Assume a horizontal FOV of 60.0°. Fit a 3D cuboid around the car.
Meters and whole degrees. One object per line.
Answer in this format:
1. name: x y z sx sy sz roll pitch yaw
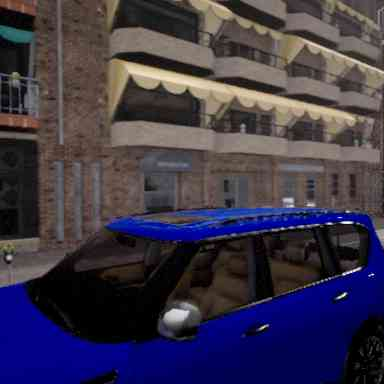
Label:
1. car: -0.046 1.220 3.340 5.566 2.045 2.150 0 0 -36
